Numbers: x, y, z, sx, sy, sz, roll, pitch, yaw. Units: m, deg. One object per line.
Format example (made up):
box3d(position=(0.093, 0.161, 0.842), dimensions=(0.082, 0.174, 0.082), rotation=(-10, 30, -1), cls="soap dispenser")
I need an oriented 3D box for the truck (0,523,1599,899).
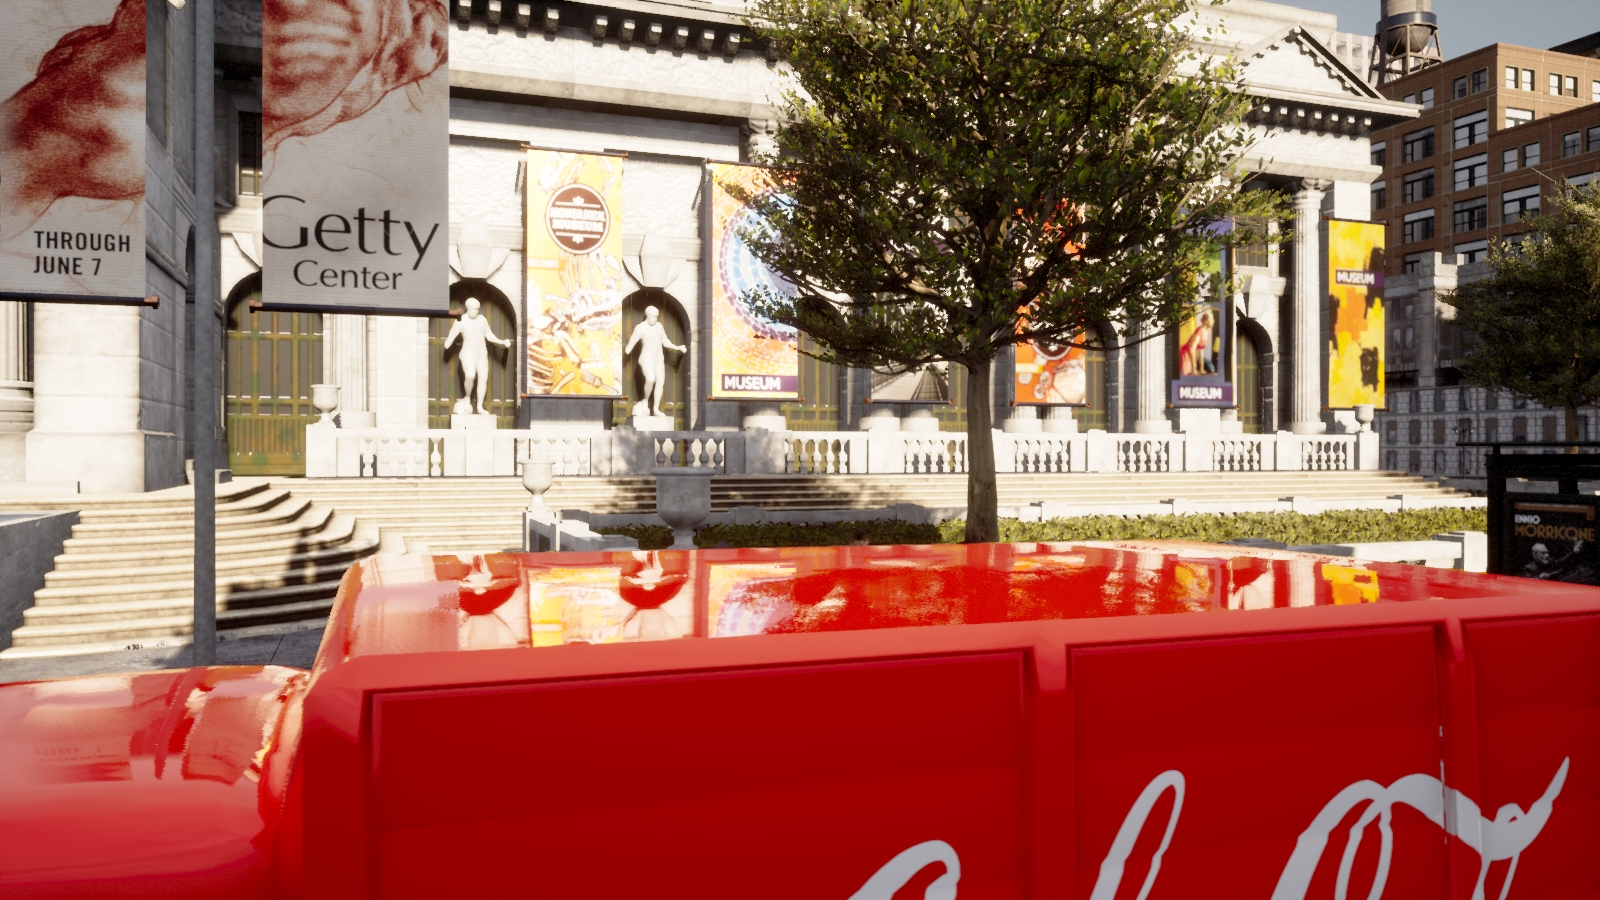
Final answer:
box3d(position=(-0.437, 1.569, 3.136), dimensions=(5.204, 2.467, 2.627), rotation=(0, 0, -20), cls="truck")
